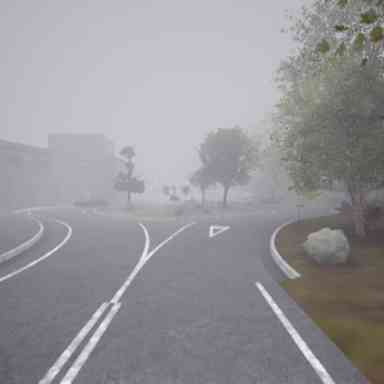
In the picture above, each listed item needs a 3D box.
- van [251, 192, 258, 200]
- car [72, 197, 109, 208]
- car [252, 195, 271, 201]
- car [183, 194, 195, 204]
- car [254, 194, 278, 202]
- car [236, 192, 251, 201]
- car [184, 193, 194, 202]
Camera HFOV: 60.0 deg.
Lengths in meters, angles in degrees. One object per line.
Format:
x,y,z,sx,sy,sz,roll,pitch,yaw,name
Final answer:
18.301,1.410,86.239,4.442,1.987,1.878,0,1,1,van
-13.018,1.351,42.812,1.895,1.301,4.718,-1,-1,28,car
18.508,1.612,89.013,4.792,1.488,2.163,0,1,1,car
-0.482,1.433,61.520,1.812,1.442,4.674,0,0,-6,car
16.424,1.582,72.554,1.895,1.301,4.718,2,-2,-35,car
13.336,1.534,86.450,1.812,1.442,4.674,0,1,1,car
-0.701,1.211,75.902,2.097,1.767,4.553,0,0,1,car
